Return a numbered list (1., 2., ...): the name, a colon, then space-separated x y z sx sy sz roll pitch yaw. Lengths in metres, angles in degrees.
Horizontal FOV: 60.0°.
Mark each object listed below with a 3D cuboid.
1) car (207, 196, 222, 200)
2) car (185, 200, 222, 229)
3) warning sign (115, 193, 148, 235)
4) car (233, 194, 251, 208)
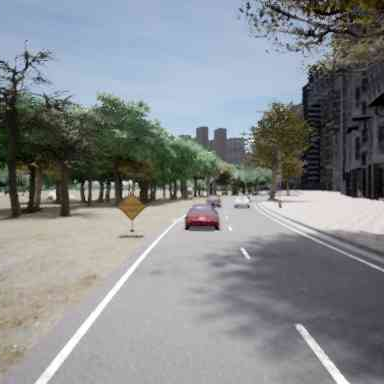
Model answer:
1. car: 2.734 1.224 41.825 2.033 1.411 5.357 0 0 9
2. car: 0.662 1.404 20.169 1.994 1.385 4.181 0 0 3
3. warning sign: -2.792 0.993 15.526 1.300 1.860 1.060 0 0 2
4. car: 6.251 1.201 41.754 1.812 1.442 4.674 0 0 9
